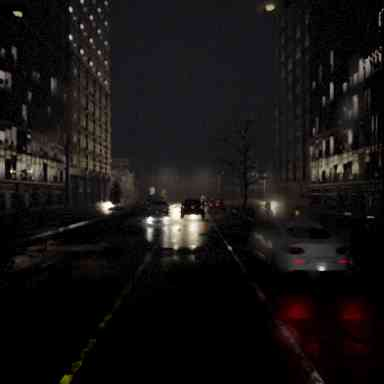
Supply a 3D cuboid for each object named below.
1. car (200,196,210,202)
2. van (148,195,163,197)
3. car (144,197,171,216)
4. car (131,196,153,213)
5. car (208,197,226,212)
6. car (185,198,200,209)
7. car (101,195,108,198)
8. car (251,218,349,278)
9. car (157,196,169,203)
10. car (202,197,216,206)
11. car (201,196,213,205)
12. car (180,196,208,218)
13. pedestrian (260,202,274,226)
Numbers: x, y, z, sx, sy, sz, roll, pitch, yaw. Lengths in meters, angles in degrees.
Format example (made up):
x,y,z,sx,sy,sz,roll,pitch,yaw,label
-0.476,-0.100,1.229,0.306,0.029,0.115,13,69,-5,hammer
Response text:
x,y,z,sx,sy,sz,roll,pitch,yaw,label
2.697,1.482,71.362,2.008,1.369,4.403,0,0,0,car
-5.683,1.296,48.611,1.690,1.788,3.998,0,0,0,van
-3.095,1.498,31.706,1.812,1.442,4.674,0,0,0,car
-5.685,1.493,37.056,1.752,1.417,4.829,0,0,0,car
2.696,1.407,37.210,1.967,1.590,4.097,0,0,0,car
0.067,1.560,44.710,1.895,1.301,4.718,0,0,0,car
-25.447,1.351,92.155,4.829,1.417,1.752,0,0,1,car
3.000,1.518,10.010,1.812,1.442,4.674,0,0,0,car
-5.684,1.488,65.688,2.008,1.369,4.403,0,0,0,car
2.696,1.500,54.286,2.008,1.369,4.403,0,0,0,car
2.697,1.488,59.978,1.887,1.381,4.507,0,0,0,car
0.064,1.326,30.026,2.097,1.767,4.553,0,0,0,car
2.956,1.283,12.850,0.375,1.860,0.375,0,0,-2,pedestrian
